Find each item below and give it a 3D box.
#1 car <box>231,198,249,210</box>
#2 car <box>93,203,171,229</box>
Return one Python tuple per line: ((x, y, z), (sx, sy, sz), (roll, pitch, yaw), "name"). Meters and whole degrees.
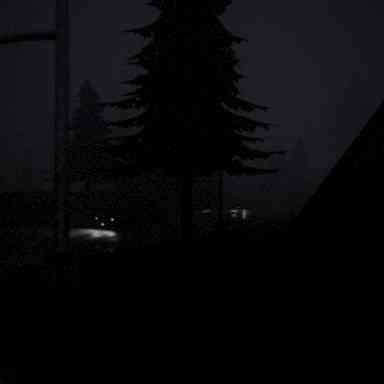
((6.065, 1.414, 41.394), (2.033, 1.411, 5.357), (0, 0, 15), "car")
((-3.568, 1.443, 21.087), (2.033, 1.411, 5.357), (0, 0, 35), "car")
